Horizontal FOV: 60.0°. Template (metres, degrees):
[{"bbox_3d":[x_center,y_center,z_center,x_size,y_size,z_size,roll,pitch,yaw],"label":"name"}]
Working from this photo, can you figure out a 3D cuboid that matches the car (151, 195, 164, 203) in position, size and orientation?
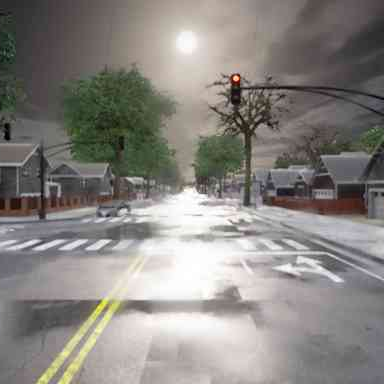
[{"bbox_3d":[-6.586,1.366,64.310,1.812,1.442,4.674,0,1,0],"label":"car"}]

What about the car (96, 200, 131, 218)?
[{"bbox_3d":[-6.673,1.456,28.715,2.128,1.511,4.902,0,1,6],"label":"car"}]
